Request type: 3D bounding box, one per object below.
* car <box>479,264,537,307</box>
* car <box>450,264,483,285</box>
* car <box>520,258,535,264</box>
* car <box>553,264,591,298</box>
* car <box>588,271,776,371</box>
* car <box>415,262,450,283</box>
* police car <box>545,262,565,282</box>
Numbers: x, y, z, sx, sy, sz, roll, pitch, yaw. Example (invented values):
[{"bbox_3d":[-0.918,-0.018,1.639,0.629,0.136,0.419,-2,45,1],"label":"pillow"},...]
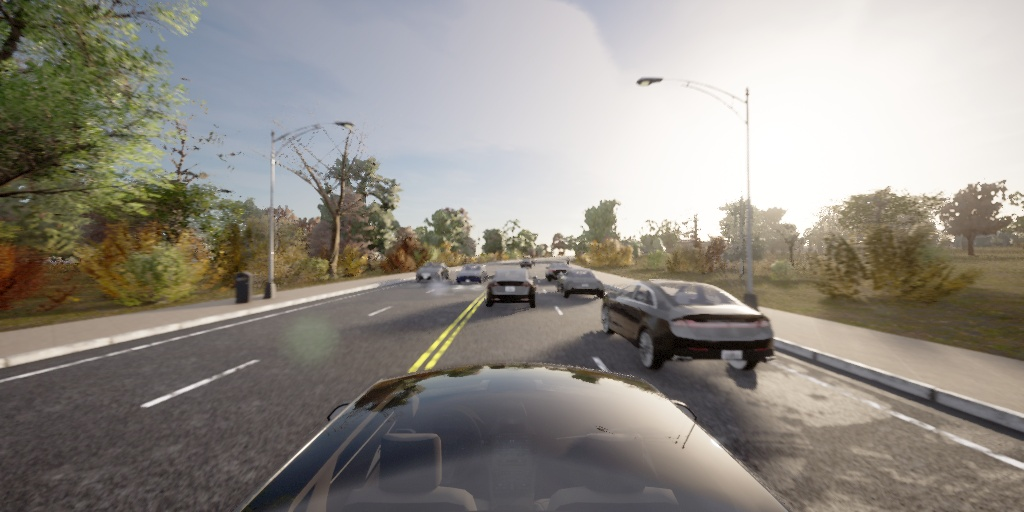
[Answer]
[{"bbox_3d":[0.025,1.266,15.613,2.163,1.488,4.792,0,0,2],"label":"car"},{"bbox_3d":[-2.899,1.307,26.858,2.033,1.411,5.357,0,0,2],"label":"car"},{"bbox_3d":[2.303,1.240,57.569,1.837,1.490,4.892,0,1,5],"label":"car"},{"bbox_3d":[3.446,1.329,18.643,1.994,1.385,4.181,0,0,1],"label":"car"},{"bbox_3d":[3.268,1.252,7.720,2.128,1.511,4.902,0,0,0],"label":"car"},{"bbox_3d":[-6.091,1.249,28.104,2.128,1.511,4.902,0,0,2],"label":"car"},{"bbox_3d":[3.793,1.267,29.564,2.038,1.542,4.974,0,0,2],"label":"police car"}]
